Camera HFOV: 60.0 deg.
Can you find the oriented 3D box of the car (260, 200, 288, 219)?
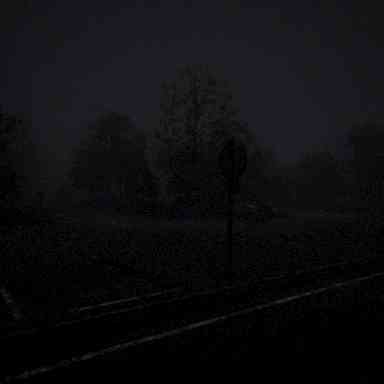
[{"bbox_3d":[6.882,1.584,31.553,2.185,1.767,4.553,1,-1,-36],"label":"car"}]

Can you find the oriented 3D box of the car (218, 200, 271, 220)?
[{"bbox_3d":[4.341,1.701,29.653,2.002,1.452,4.674,1,-1,-36],"label":"car"}]

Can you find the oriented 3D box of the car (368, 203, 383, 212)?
[{"bbox_3d":[26.716,2.131,45.645,2.002,1.452,4.674,1,-1,-35],"label":"car"}]
